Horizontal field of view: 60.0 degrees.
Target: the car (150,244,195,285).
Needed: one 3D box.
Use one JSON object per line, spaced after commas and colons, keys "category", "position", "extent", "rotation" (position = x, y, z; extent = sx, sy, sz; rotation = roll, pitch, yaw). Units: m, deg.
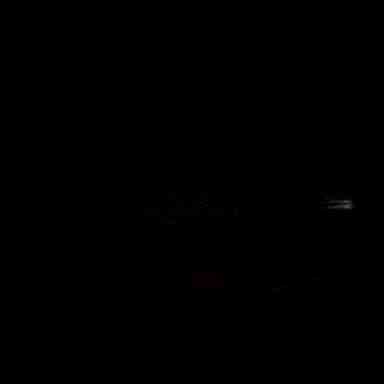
{"category": "car", "position": [-2.339, 1.570, 6.573], "extent": [4.718, 1.301, 1.895], "rotation": [0, 0, -36]}
